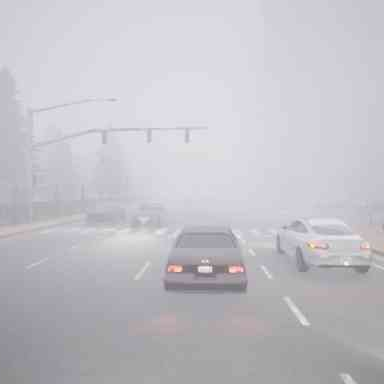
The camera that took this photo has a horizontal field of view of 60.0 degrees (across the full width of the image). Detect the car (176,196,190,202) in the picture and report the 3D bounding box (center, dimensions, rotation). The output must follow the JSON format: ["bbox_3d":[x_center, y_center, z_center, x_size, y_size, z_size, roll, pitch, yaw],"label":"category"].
[{"bbox_3d":[-2.045,1.570,78.966,1.895,1.301,4.718,0,0,19],"label":"car"}]

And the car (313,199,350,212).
[{"bbox_3d":[17.004,1.534,39.576,4.902,1.511,2.128,0,0,3],"label":"car"}]

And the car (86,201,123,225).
[{"bbox_3d":[-6.132,1.470,24.307,1.882,1.535,5.008,0,0,2],"label":"car"}]

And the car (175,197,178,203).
[{"bbox_3d":[-4.148,1.542,68.447,1.994,1.385,4.181,0,0,3],"label":"car"}]

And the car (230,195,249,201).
[{"bbox_3d":[12.009,1.497,88.134,4.902,1.511,2.128,0,0,-44],"label":"car"}]

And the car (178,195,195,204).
[{"bbox_3d":[-1.027,1.458,61.567,1.882,1.535,5.008,0,0,3],"label":"car"}]

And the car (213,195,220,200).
[{"bbox_3d":[5.815,1.434,91.807,1.882,1.535,5.008,0,0,41],"label":"car"}]

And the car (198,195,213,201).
[{"bbox_3d":[2.790,1.569,81.420,1.895,1.301,4.718,0,0,23],"label":"car"}]

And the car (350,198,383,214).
[{"bbox_3d":[20.168,1.395,35.955,4.553,1.767,2.097,0,0,2],"label":"car"}]

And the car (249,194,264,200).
[{"bbox_3d":[17.023,1.511,87.768,5.357,1.411,2.033,0,0,-35],"label":"car"}]

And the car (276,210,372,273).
[{"bbox_3d":[3.964,1.522,10.578,1.812,1.442,4.674,0,0,3],"label":"car"}]

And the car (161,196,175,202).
[{"bbox_3d":[-4.654,1.582,58.796,1.895,1.301,4.718,0,0,3],"label":"car"}]

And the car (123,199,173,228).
[{"bbox_3d":[-2.731,1.484,21.878,2.128,1.511,4.902,0,0,2],"label":"car"}]

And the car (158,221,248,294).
[{"bbox_3d":[0.381,1.545,8.953,2.033,1.411,5.357,0,0,3],"label":"car"}]
